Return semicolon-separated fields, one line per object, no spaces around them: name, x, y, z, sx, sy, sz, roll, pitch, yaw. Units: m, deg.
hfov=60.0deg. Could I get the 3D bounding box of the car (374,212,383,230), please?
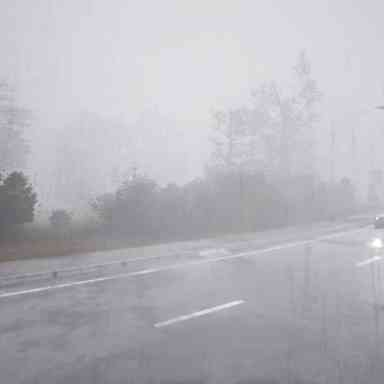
car;12.685;1.606;20.330;1.895;1.301;4.718;0;0;42
